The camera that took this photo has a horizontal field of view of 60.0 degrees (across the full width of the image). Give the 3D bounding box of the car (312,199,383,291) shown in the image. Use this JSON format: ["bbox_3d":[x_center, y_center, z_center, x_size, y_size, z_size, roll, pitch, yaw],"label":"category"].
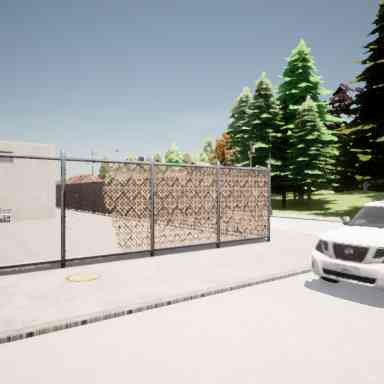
[{"bbox_3d":[5.439,1.217,8.495,5.566,2.045,2.150,-1,0,-36],"label":"car"}]
